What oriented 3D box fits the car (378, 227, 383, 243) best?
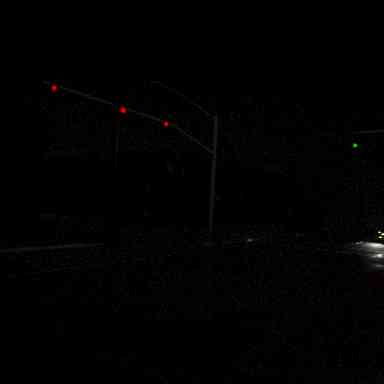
[{"bbox_3d":[15.166,2.991,24.623,1.837,1.490,4.892,1,-2,40],"label":"car"}]
